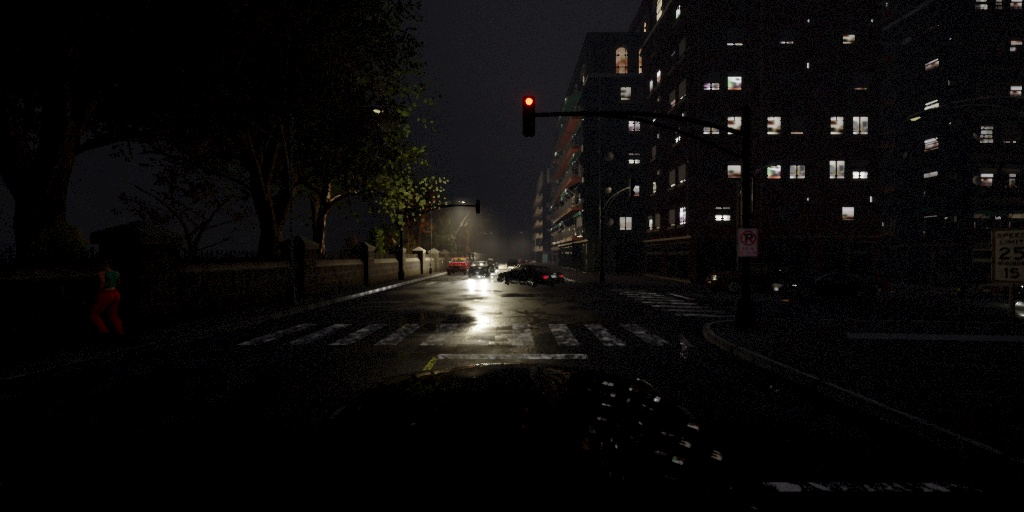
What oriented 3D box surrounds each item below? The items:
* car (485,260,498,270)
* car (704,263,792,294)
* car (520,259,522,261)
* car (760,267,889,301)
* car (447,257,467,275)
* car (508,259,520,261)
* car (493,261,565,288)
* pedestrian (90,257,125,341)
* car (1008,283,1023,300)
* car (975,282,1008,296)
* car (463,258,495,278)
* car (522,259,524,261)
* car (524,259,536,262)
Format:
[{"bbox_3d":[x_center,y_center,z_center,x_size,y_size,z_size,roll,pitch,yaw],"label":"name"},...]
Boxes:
[{"bbox_3d":[-3.029,1.290,53.945,1.812,1.442,4.674,0,0,0],"label":"car"},{"bbox_3d":[14.622,1.338,21.981,5.009,1.841,2.192,0,0,0],"label":"car"},{"bbox_3d":[2.754,1.316,55.187,2.007,1.370,4.403,0,0,0],"label":"car"},{"bbox_3d":[16.764,1.564,19.390,4.902,1.511,2.128,1,0,0],"label":"car"},{"bbox_3d":[-5.646,1.070,38.590,2.192,1.841,5.009,0,0,0],"label":"car"},{"bbox_3d":[0.075,1.249,63.484,1.882,1.535,5.008,0,0,0],"label":"car"},{"bbox_3d":[1.156,1.297,23.840,2.033,1.411,5.357,0,0,-35],"label":"car"},{"bbox_3d":[-8.840,0.891,7.814,0.375,1.860,0.375,0,0,0],"label":"pedestrian"},{"bbox_3d":[30.722,1.677,19.412,4.553,1.767,2.097,1,0,0],"label":"car"},{"bbox_3d":[31.538,1.857,22.013,4.829,1.417,1.751,0,0,0],"label":"car"},{"bbox_3d":[-3.063,1.245,34.348,2.128,1.511,4.902,0,0,0],"label":"car"},{"bbox_3d":[2.747,1.307,49.651,1.888,1.381,4.507,0,0,0],"label":"car"},{"bbox_3d":[2.741,1.283,44.286,1.751,1.417,4.829,0,0,0],"label":"car"}]
